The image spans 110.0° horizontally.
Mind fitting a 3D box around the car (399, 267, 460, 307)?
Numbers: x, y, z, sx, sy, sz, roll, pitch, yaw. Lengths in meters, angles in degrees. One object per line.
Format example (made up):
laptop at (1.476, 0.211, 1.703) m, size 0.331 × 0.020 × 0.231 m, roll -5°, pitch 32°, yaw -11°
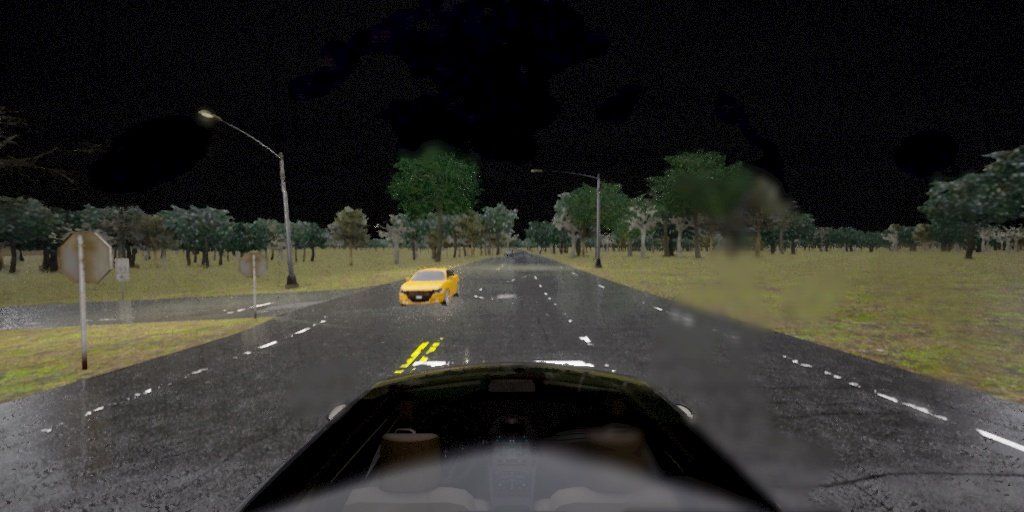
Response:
car at (-3.574, 1.291, 16.259) m, size 1.882 × 1.535 × 5.008 m, roll -2°, pitch 1°, yaw 0°
